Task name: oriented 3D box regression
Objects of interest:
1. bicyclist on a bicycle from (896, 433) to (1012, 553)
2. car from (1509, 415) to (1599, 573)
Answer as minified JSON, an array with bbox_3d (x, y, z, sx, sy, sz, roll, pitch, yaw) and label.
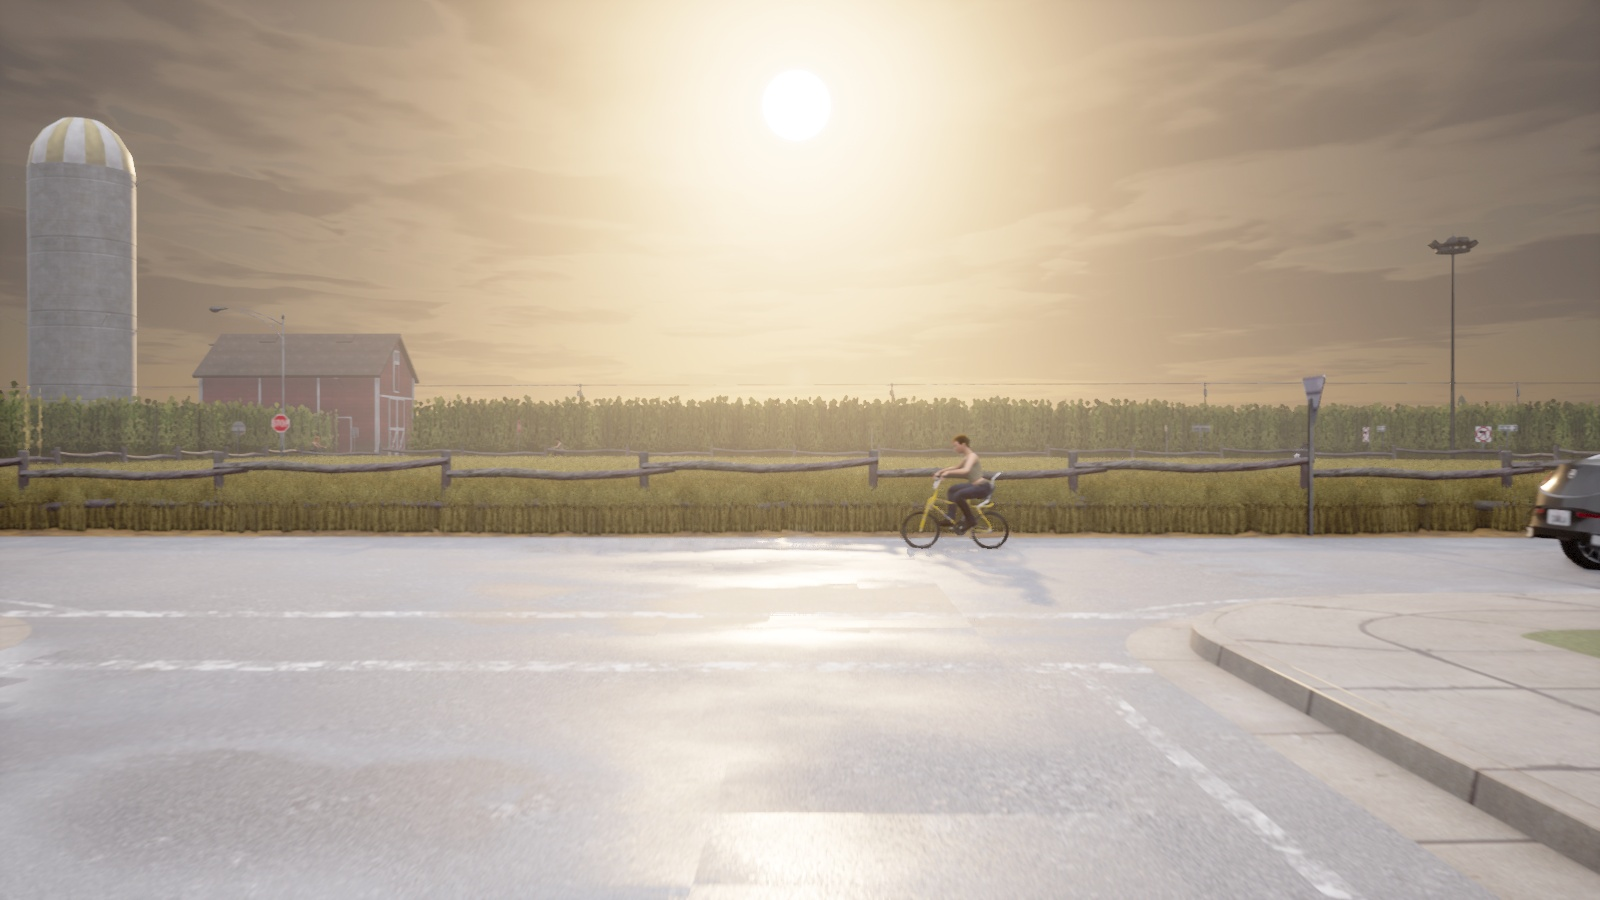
[{"bbox_3d":[2.107,0.581,17.371,1.509,1.612,0.866,0,0,1],"label":"bicyclist on a bicycle"},{"bbox_3d":[10.852,0.453,13.684,5.027,1.651,2.152,0,0,1],"label":"car"}]
